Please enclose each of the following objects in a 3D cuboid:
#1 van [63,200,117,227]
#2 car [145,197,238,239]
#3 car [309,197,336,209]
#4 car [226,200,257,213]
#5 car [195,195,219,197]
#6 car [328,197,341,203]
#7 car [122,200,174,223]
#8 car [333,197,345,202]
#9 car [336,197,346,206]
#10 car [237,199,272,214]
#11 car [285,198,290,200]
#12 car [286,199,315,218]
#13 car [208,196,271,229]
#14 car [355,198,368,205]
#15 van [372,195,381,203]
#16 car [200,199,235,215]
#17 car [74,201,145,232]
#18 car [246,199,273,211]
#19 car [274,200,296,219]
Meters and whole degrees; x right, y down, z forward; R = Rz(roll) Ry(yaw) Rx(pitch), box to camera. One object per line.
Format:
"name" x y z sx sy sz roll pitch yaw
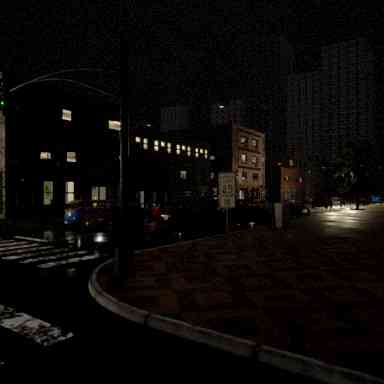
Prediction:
"van" -6.701 1.413 22.631 1.690 1.788 3.998 -1 0 35
"car" 0.138 1.349 17.790 2.192 1.841 5.009 -1 -1 35
"car" 19.485 1.536 49.578 2.097 1.767 4.553 0 0 35
"car" 6.070 1.700 40.661 2.008 1.369 4.403 -1 -1 35
"car" 1.117 1.315 29.184 2.150 2.045 5.566 0 0 35
"car" 34.805 1.914 81.233 2.008 1.369 4.403 -1 -1 35
"car" -3.509 1.530 27.138 1.967 1.590 4.097 -1 -1 35
"car" 37.998 1.935 85.741 1.887 1.381 4.507 -1 -1 35
"car" 25.356 1.828 57.867 1.895 1.301 4.718 0 0 36
"car" 7.159 1.609 37.694 1.882 1.535 5.008 0 0 36
"car" 15.549 1.741 54.046 1.752 1.417 4.829 -1 -1 35
"car" 9.718 1.657 31.313 1.947 1.339 4.313 -1 -1 35
"car" 3.331 1.367 22.298 2.192 1.841 5.009 -1 -1 35
"car" 32.067 1.801 62.868 2.008 1.369 4.403 -1 -1 35
"van" 44.837 1.694 80.903 1.690 1.788 3.998 -1 -1 35
"car" 2.877 1.569 36.155 1.967 1.590 4.097 -1 -1 35
"car" -4.584 1.538 21.137 1.882 1.535 5.008 0 0 35
"car" 9.263 1.722 45.169 2.008 1.369 4.403 -1 -1 35
"car" 6.525 1.616 26.804 1.887 1.381 4.507 -1 -1 35
